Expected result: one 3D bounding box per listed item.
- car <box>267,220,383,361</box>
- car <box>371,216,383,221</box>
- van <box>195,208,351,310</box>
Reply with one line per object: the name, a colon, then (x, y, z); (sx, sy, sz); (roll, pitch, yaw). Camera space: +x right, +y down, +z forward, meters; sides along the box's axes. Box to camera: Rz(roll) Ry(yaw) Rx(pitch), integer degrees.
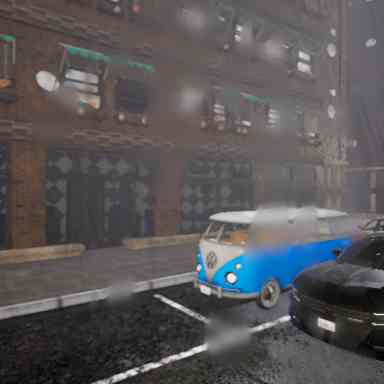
car: (3.773, 1.430, 5.763); (5.008, 1.535, 1.882); (-1, 0, -35)
car: (6.581, 1.458, 10.745); (4.507, 1.381, 1.887); (-1, 1, -36)
van: (1.965, 1.297, 7.448); (3.998, 1.788, 1.690); (-1, 1, -36)
